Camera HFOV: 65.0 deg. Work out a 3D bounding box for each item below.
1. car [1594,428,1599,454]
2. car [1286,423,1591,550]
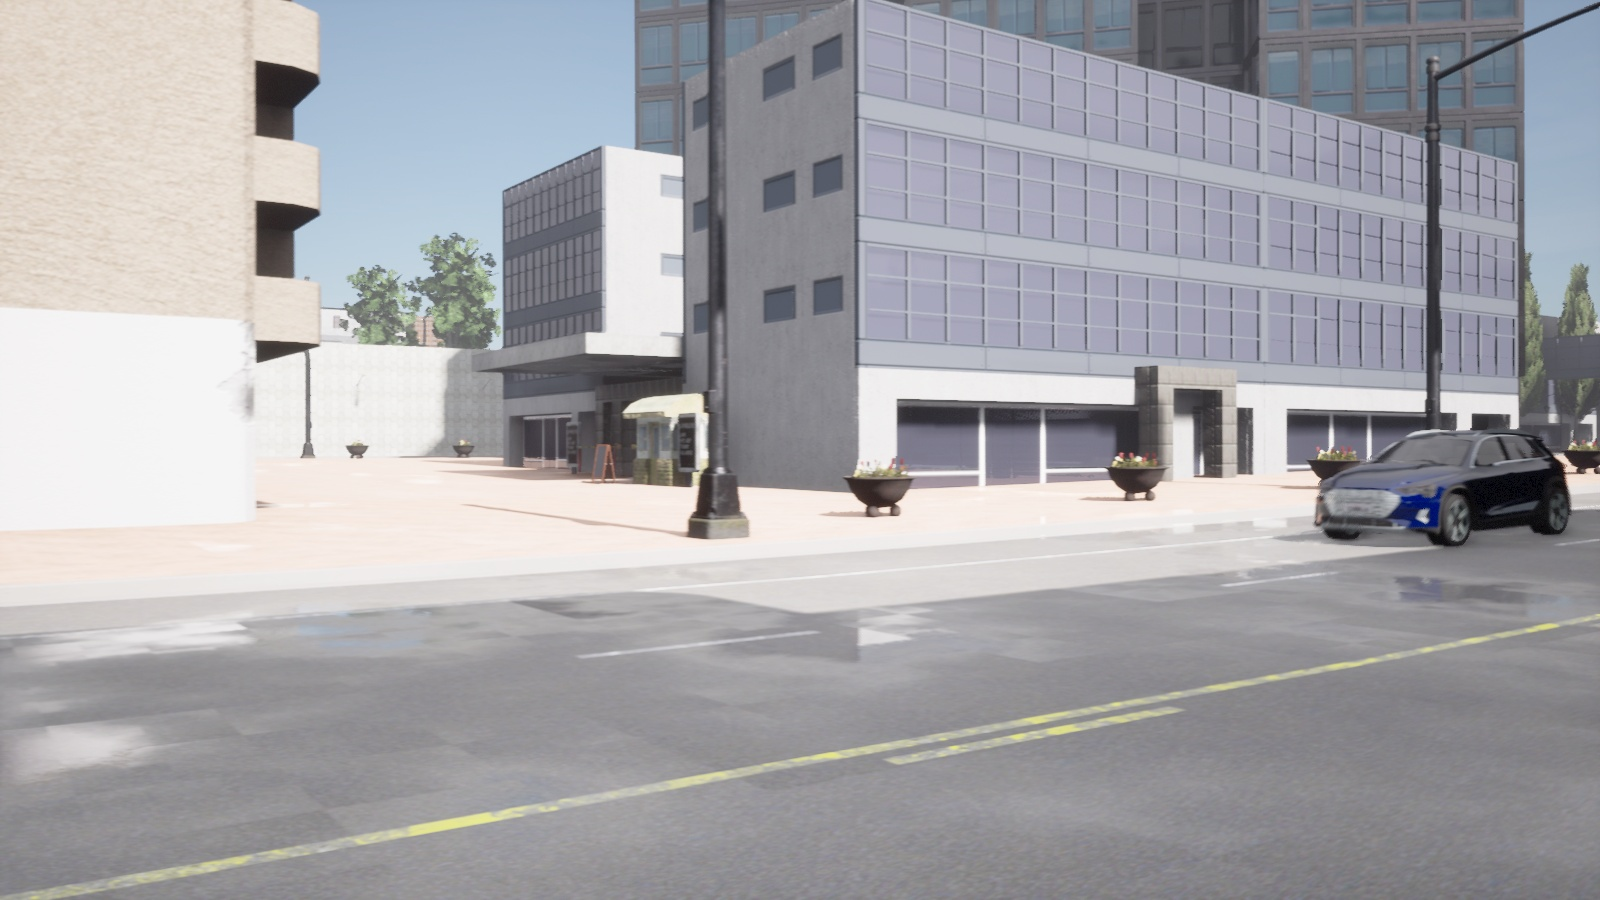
[{"bbox_3d":[48.175,-0.530,71.336,1.837,1.490,4.892,0,0,-34],"label":"car"},{"bbox_3d":[9.694,0.465,18.932,4.856,1.649,2.033,-1,1,-35],"label":"car"}]
